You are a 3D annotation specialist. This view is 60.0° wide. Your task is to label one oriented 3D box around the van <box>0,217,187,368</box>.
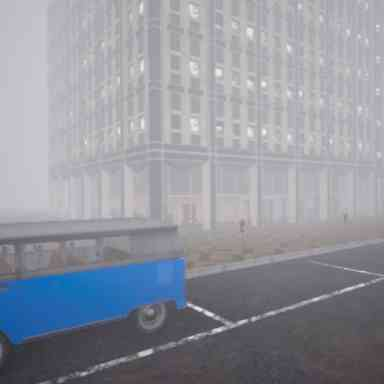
[{"bbox_3d":[-1.993,1.340,5.151,3.998,1.788,1.690,0,-1,-35],"label":"van"}]
